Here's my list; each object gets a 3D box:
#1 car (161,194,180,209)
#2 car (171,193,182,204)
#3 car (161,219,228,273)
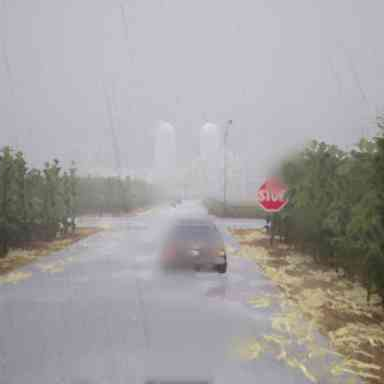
[{"bbox_3d":[-3.182,1.476,46.267,2.128,1.511,4.902,0,0,0],"label":"car"},{"bbox_3d":[-3.125,1.213,62.084,2.150,2.045,5.566,0,1,1],"label":"car"},{"bbox_3d":[0.071,1.574,10.771,2.033,1.411,5.357,0,0,0],"label":"car"}]
